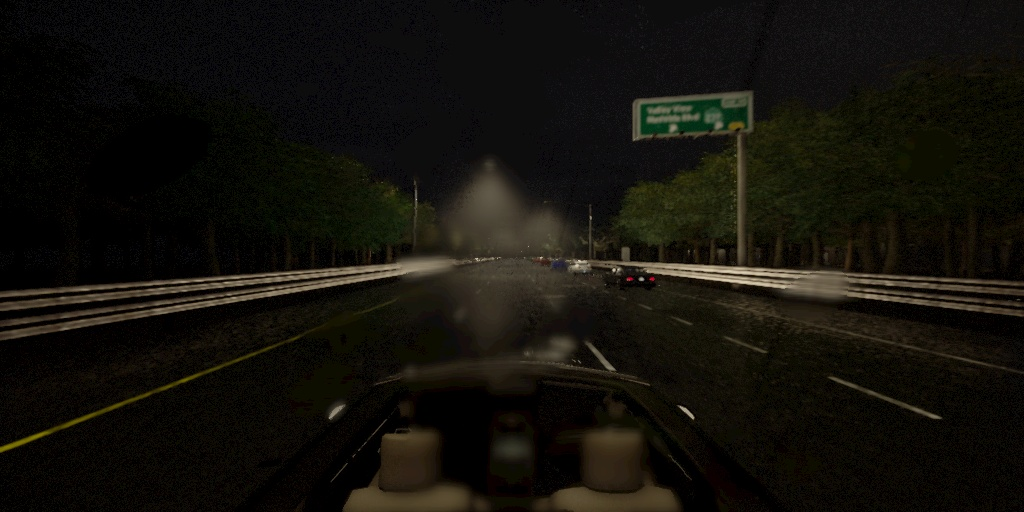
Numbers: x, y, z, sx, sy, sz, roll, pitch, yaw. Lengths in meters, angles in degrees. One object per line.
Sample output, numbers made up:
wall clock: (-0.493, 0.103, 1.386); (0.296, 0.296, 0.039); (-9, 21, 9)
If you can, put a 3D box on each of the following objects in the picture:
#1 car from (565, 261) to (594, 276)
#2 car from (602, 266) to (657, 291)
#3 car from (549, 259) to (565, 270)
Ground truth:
car: (6.991, 1.286, 36.855); (1.812, 1.442, 4.674); (0, 0, 0)
car: (6.993, 1.303, 21.870); (2.033, 1.411, 5.357); (0, 0, 0)
car: (6.988, 1.242, 52.853); (1.882, 1.535, 5.008); (0, 0, 0)
